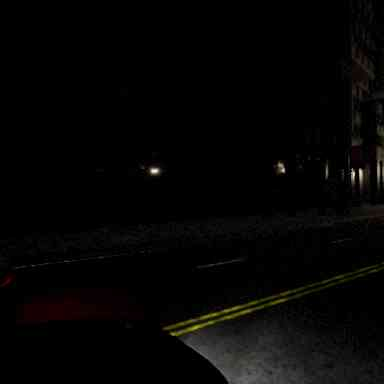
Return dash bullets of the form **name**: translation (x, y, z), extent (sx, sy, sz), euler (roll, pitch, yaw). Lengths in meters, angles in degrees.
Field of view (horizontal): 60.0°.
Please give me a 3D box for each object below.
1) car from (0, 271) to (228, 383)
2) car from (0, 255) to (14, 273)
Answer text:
- **car**: translation (-2.220, 1.553, 1.866), extent (5.357, 1.411, 2.033), euler (0, 0, -36)
- **car**: translation (-4.981, 1.491, 4.172), extent (5.008, 1.535, 1.882), euler (0, 0, -36)
